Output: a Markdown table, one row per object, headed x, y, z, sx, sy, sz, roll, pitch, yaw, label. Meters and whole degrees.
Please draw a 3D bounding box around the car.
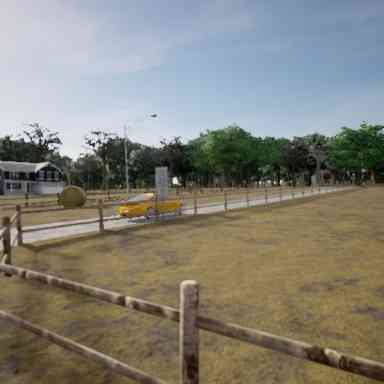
| x | y | z | sx | sy | sz | roll | pitch | yaw | label |
| --- | --- | --- | --- | --- | --- | --- | --- | --- | --- |
| -2.306 | 0.820 | 21.027 | 1.882 | 1.535 | 5.008 | -3 | 1 | 36 | car |
